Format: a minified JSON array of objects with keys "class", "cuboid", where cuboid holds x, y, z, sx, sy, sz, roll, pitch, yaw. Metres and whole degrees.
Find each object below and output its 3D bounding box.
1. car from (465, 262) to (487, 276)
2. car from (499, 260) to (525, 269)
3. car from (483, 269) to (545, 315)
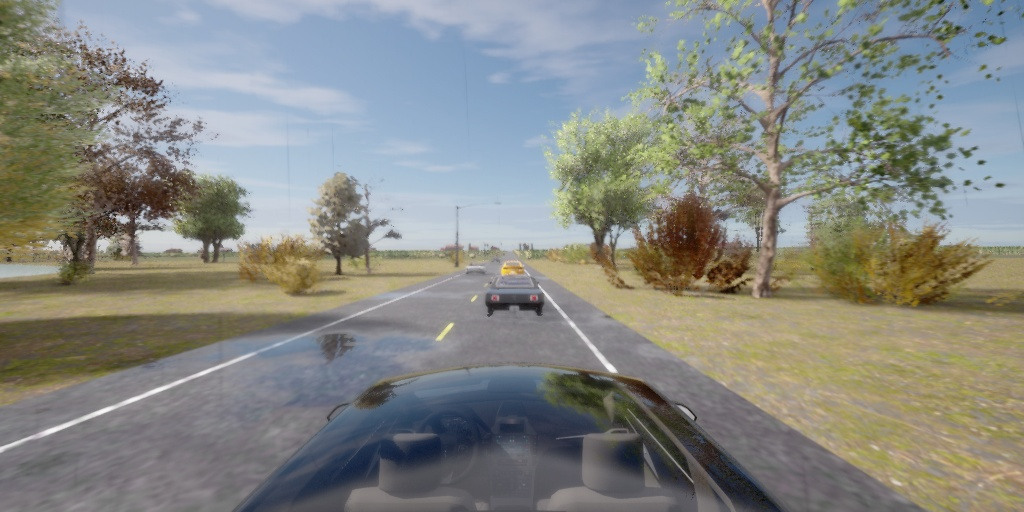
[{"class":"car","cuboid":[-3.600,1.284,36.553,1.895,1.301,4.718,0,0,0]},{"class":"car","cuboid":[0.094,1.175,31.628,1.882,1.535,5.008,0,0,0]},{"class":"car","cuboid":[0.092,1.335,13.400,1.895,1.301,4.718,0,0,0]}]
